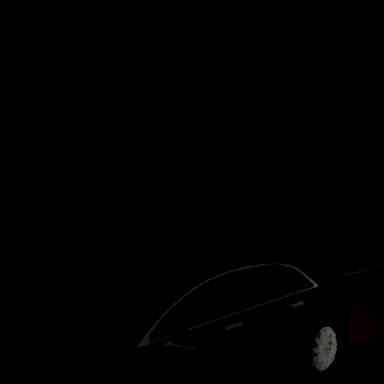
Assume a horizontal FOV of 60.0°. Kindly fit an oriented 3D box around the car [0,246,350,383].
[{"bbox_3d":[-0.048,1.505,3.952,4.892,1.490,1.837,0,0,-35],"label":"car"}]
